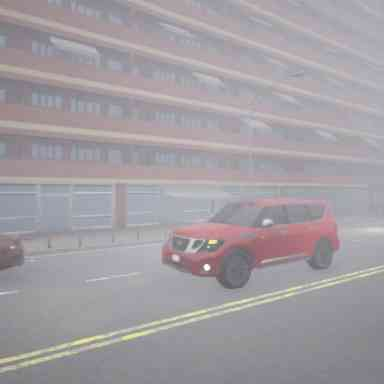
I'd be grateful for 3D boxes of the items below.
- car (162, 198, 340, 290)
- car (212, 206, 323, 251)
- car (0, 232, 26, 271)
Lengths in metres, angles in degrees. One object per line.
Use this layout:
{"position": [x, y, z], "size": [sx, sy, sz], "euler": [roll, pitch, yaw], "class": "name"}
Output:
{"position": [1.900, 1.221, 9.492], "size": [5.566, 2.045, 2.150], "euler": [0, 0, -34], "class": "car"}
{"position": [3.446, 1.478, 14.774], "size": [5.008, 1.535, 1.882], "euler": [0, 0, -34], "class": "car"}
{"position": [-6.631, 1.526, 8.047], "size": [4.674, 1.442, 1.812], "euler": [0, 0, -33], "class": "car"}
